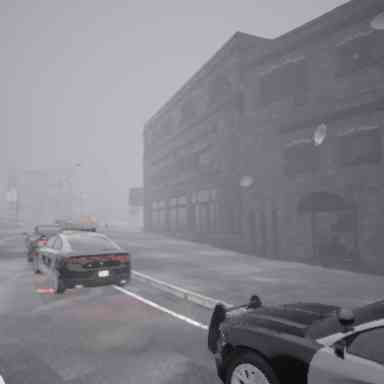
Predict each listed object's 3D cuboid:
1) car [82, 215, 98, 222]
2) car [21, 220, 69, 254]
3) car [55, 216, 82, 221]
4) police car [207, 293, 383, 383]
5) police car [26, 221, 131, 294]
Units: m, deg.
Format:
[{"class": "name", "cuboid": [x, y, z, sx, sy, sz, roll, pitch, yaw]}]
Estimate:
[{"class": "car", "cuboid": [-14.978, 4.159, 47.896, 2.097, 1.767, 4.553, -1, -4, -3]}, {"class": "car", "cuboid": [-6.617, 2.234, 15.310, 1.837, 1.490, 4.892, 2, -3, -29]}, {"class": "car", "cuboid": [-14.214, 3.545, 37.279, 1.837, 1.490, 4.892, 0, -4, -4]}, {"class": "police car", "cuboid": [2.348, 1.684, 3.130, 1.930, 1.638, 5.238, 5, -4, -44]}, {"class": "police car", "cuboid": [-3.678, 1.937, 10.529, 1.930, 1.638, 5.238, 3, -4, -34]}]
